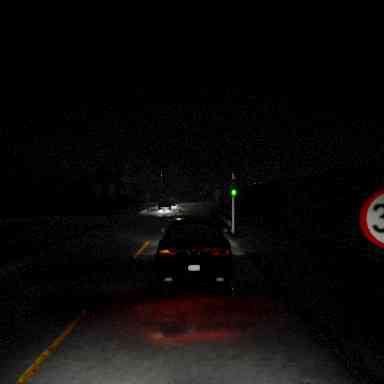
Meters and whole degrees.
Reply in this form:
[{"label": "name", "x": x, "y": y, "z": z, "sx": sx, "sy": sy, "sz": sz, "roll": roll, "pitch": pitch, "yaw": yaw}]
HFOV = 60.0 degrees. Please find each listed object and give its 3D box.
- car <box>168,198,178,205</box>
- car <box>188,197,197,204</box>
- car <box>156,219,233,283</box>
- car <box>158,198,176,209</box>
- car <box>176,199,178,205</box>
[{"label": "car", "x": -3.950, "y": 1.998, "z": 70.121, "sx": 1.895, "sy": 1.301, "sz": 4.718, "roll": 0, "pitch": 0, "yaw": 0}, {"label": "car", "x": 0.051, "y": 1.748, "z": 71.053, "sx": 1.812, "sy": 1.442, "sz": 4.674, "roll": 0, "pitch": 0, "yaw": 0}, {"label": "car", "x": 0.070, "y": 1.535, "z": 9.878, "sx": 1.882, "sy": 1.535, "sz": 5.008, "roll": 0, "pitch": 0, "yaw": 0}, {"label": "car", "x": -4.059, "y": 1.782, "z": 50.590, "sx": 2.128, "sy": 1.511, "sz": 4.902, "roll": 0, "pitch": 0, "yaw": 0}, {"label": "car", "x": -4.030, "y": 1.837, "z": 60.070, "sx": 2.128, "sy": 1.511, "sz": 4.902, "roll": 0, "pitch": 0, "yaw": 0}]
